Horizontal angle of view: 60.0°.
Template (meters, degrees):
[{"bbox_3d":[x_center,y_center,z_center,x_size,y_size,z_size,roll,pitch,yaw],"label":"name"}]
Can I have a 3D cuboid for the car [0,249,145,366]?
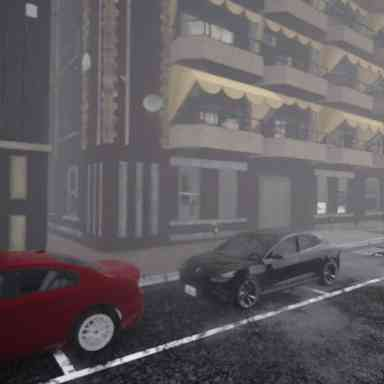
[{"bbox_3d":[-2.847,1.545,4.514,4.507,1.381,1.887,0,1,-35],"label":"car"}]

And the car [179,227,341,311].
[{"bbox_3d":[1.753,1.560,7.796,4.313,1.339,1.947,0,1,-35],"label":"car"}]
